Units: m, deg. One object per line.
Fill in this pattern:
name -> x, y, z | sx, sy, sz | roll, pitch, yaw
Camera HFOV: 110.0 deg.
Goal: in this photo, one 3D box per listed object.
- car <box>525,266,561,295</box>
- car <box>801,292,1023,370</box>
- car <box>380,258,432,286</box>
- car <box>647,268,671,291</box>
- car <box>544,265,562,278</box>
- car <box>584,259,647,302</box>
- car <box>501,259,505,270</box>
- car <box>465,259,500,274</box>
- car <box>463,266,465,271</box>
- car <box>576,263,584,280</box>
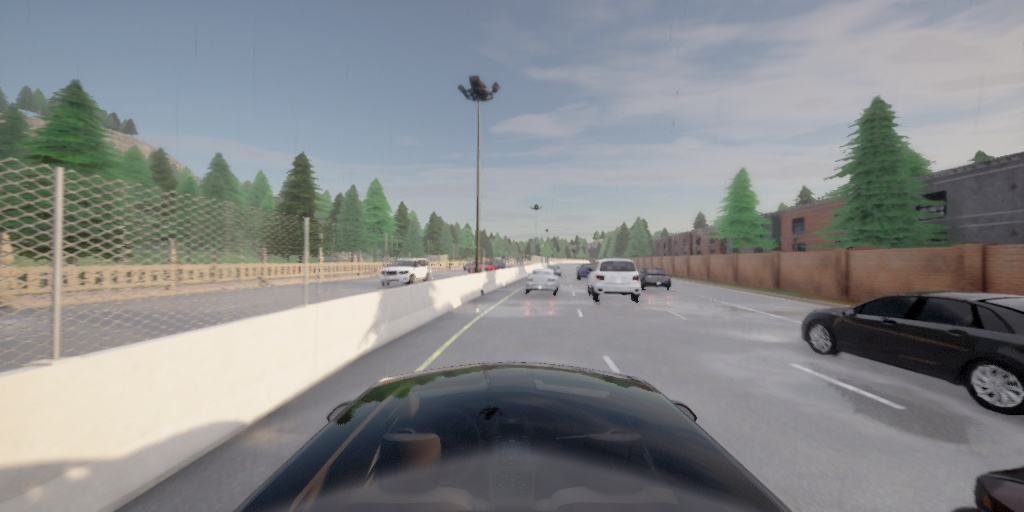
car -> 1.910, 1.495, 21.849 | 1.812, 1.442, 4.674 | 0, -1, 9
car -> 7.335, 1.347, 6.057 | 1.837, 1.490, 4.892 | 0, -1, 3
car -> -7.948, 1.186, 27.596 | 2.150, 2.045, 5.566 | 0, -1, 8
car -> 9.555, 1.541, 24.918 | 2.128, 1.511, 4.902 | 0, -1, 8
car -> 4.968, 1.807, 43.052 | 1.895, 1.301, 4.718 | 0, -1, 9
car -> 5.179, 1.180, 18.771 | 2.150, 2.045, 5.566 | 0, -1, 8
car -> -2.611, 1.601, 64.885 | 2.150, 2.045, 5.566 | 0, 0, 8
car -> -2.944, 1.323, 37.949 | 2.150, 2.045, 5.566 | 0, -1, 8
car -> -6.808, 1.797, 60.385 | 2.128, 1.511, 4.902 | 0, -1, 9
car -> 7.717, 1.514, 37.023 | 2.097, 1.767, 4.553 | 0, -1, 8
